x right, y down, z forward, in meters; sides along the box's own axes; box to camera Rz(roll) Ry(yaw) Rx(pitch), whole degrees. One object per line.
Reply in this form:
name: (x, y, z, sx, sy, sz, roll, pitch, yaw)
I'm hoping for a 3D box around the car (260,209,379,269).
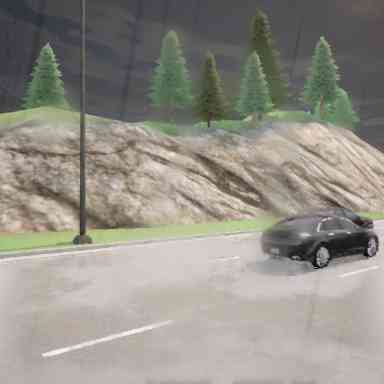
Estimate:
car: (4.410, 1.503, 11.205, 4.892, 1.490, 1.837, 0, 0, -36)
